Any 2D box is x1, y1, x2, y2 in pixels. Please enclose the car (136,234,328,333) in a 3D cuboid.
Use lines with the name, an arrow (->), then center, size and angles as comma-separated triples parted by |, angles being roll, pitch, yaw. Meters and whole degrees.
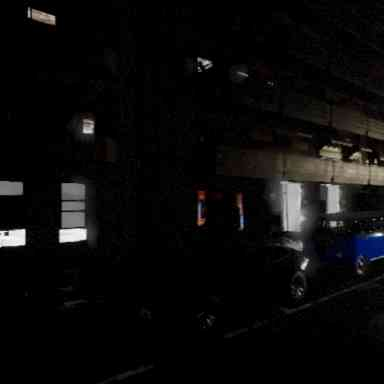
car -> 0.873, 1.812, 7.389 | 4.313, 1.339, 1.947 | 0, -1, -38

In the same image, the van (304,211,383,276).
van -> 5.334, 1.551, 10.931 | 3.998, 1.788, 1.690 | 0, -1, -38
